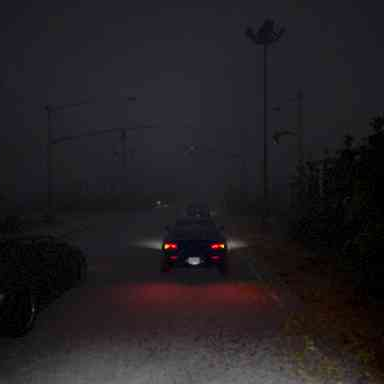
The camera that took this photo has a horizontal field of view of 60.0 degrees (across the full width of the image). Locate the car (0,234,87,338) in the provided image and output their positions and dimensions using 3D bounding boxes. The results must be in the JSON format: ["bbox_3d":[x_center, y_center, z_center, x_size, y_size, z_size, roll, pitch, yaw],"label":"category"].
[{"bbox_3d":[-3.570,1.551,6.479,1.994,1.385,4.181,0,0,0],"label":"car"}]

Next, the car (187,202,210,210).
[{"bbox_3d":[0.629,1.547,29.121,1.895,1.301,4.718,0,0,3],"label":"car"}]

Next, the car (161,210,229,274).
[{"bbox_3d":[0.082,1.506,10.428,1.812,1.442,4.674,0,0,1],"label":"car"}]
